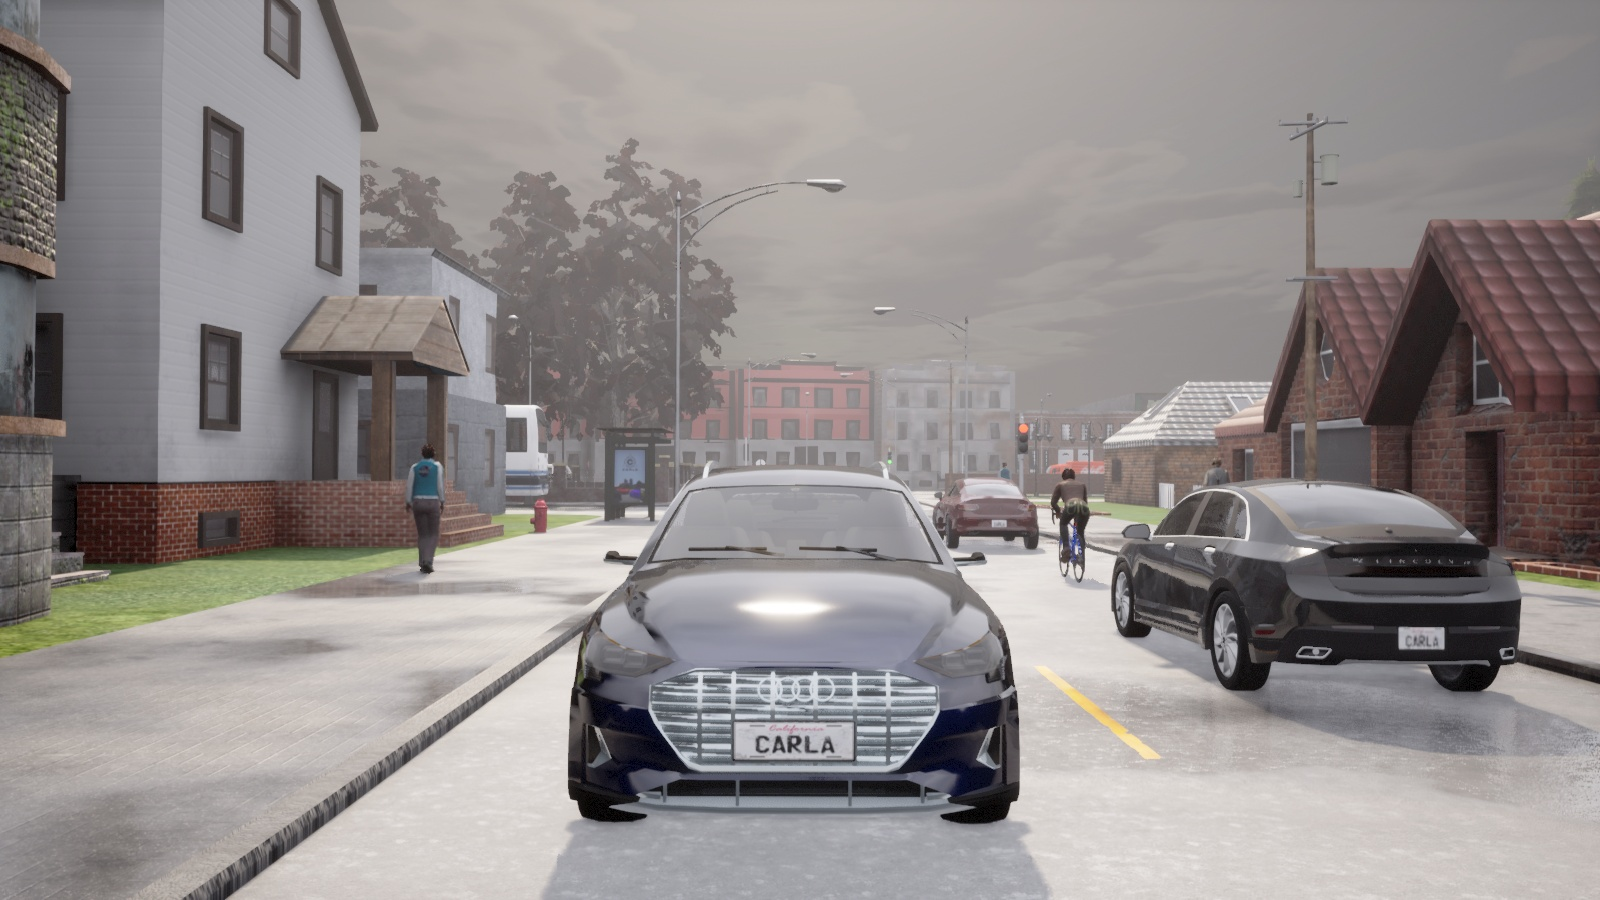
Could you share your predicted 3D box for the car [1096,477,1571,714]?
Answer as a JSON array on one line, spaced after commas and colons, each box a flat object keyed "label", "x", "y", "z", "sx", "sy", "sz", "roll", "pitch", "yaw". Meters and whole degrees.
[{"label": "car", "x": 3.973, "y": 0.978, "z": 10.444, "sx": 1.837, "sy": 1.490, "sz": 4.892, "roll": 0, "pitch": -1, "yaw": 0}]

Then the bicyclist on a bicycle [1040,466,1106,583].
[{"label": "bicyclist on a bicycle", "x": 3.951, "y": 1.059, "z": 18.274, "sx": 0.582, "sy": 1.620, "sz": 1.656, "roll": 0, "pitch": -1, "yaw": 0}]

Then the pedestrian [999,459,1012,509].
[{"label": "pedestrian", "x": 7.983, "y": 1.313, "z": 48.830, "sx": 0.396, "sy": 1.930, "sz": 0.692, "roll": 0, "pitch": -1, "yaw": -1}]

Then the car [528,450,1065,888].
[{"label": "car", "x": -0.020, "y": 0.865, "z": 7.199, "sx": 2.033, "sy": 1.649, "sz": 4.856, "roll": 0, "pitch": -1, "yaw": 0}]

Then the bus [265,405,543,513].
[{"label": "bus", "x": -16.065, "y": 0.372, "z": 51.740, "sx": 10.273, "sy": 4.253, "sz": 3.944, "roll": 0, "pitch": -1, "yaw": -4}]

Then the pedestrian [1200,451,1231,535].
[{"label": "pedestrian", "x": 9.331, "y": 0.962, "z": 28.238, "sx": 0.540, "sy": 1.848, "sz": 0.694, "roll": 0, "pitch": -1, "yaw": 9}]

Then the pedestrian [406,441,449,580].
[{"label": "pedestrian", "x": -5.266, "y": 0.844, "z": 17.773, "sx": 0.396, "sy": 1.930, "sz": 0.692, "roll": 0, "pitch": -1, "yaw": 1}]

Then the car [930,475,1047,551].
[{"label": "car", "x": 3.920, "y": 1.276, "z": 26.825, "sx": 1.812, "sy": 1.442, "sz": 4.674, "roll": 0, "pitch": -1, "yaw": 1}]
